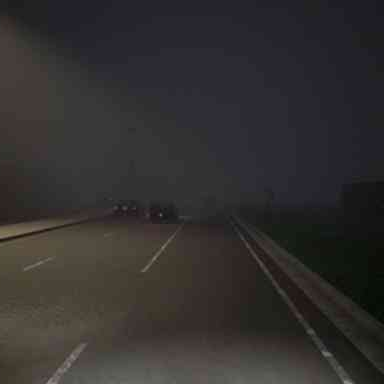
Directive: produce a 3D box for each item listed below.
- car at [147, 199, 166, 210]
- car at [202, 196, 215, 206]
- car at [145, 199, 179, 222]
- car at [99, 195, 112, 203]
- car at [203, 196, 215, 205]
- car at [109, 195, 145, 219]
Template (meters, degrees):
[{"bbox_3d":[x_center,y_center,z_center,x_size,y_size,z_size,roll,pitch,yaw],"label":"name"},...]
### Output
[{"bbox_3d":[-4.690,1.641,44.490,1.994,1.385,4.181,0,0,3],"label":"car"},{"bbox_3d":[2.826,1.457,55.385,2.097,1.767,4.553,0,0,3],"label":"car"},{"bbox_3d":[-2.121,1.525,26.537,1.882,1.535,5.008,0,0,3],"label":"car"},{"bbox_3d":[-12.480,1.089,50.062,2.097,1.767,4.553,0,0,3],"label":"car"},{"bbox_3d":[3.313,1.614,64.486,2.128,1.511,4.902,0,0,3],"label":"car"},{"bbox_3d":[-5.457,1.402,29.706,2.097,1.767,4.553,0,0,3],"label":"car"}]
